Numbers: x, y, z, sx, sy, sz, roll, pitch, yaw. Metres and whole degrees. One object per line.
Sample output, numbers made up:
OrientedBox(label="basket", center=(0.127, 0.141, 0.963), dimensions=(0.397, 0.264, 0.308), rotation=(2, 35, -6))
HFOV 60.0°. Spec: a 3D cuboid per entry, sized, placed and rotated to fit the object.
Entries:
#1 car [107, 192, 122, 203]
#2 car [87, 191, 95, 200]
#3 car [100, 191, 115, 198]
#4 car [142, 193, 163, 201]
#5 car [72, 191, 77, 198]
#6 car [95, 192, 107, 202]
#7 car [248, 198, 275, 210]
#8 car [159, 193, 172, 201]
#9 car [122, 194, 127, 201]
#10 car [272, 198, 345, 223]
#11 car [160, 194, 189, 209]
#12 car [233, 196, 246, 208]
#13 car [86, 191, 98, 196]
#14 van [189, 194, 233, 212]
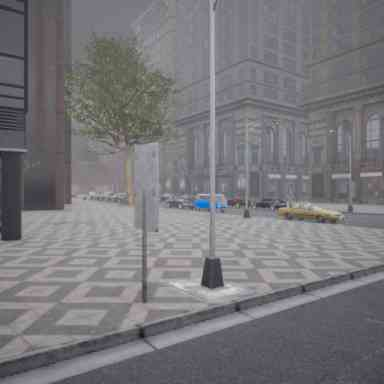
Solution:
OrientedBox(label="car", center=(-11.039, 0.993, 51.586), dimensions=(2.008, 1.369, 4.403), rotation=(1, 0, -35))
OrientedBox(label="car", center=(-17.483, 0.831, 60.788), dimensions=(2.008, 1.369, 4.403), rotation=(1, 0, -35))
OrientedBox(label="car", center=(-20.169, 0.588, 79.485), dimensions=(1.887, 1.381, 4.507), rotation=(1, 0, -35))
OrientedBox(label="car", center=(-7.282, 0.911, 61.082), dimensions=(2.008, 1.369, 4.403), rotation=(1, 0, -35))
OrientedBox(label="car", center=(-27.147, 0.484, 74.592), dimensions=(1.967, 1.590, 4.097), rotation=(1, 0, -35))
OrientedBox(label="car", center=(-14.261, 0.911, 56.187), dimensions=(2.008, 1.369, 4.403), rotation=(1, 0, -35))
OrientedBox(label="car", center=(8.828, 1.315, 38.073), dimensions=(1.947, 1.339, 4.313), rotation=(1, 0, -35))
OrientedBox(label="car", center=(-4.058, 0.881, 56.481), dimensions=(1.967, 1.590, 4.097), rotation=(1, 0, -35))
OrientedBox(label="car", center=(-7.720, 1.052, 46.845), dimensions=(1.752, 1.417, 4.829), rotation=(1, 0, -35))
OrientedBox(label="car", center=(8.393, 1.398, 23.829), dimensions=(1.752, 1.417, 4.829), rotation=(1, 0, -35))
OrientedBox(label="car", center=(-1.372, 1.231, 37.778), dimensions=(2.008, 1.369, 4.403), rotation=(1, 0, -35))
OrientedBox(label="car", center=(5.608, 1.224, 42.674), dimensions=(1.887, 1.381, 4.507), rotation=(1, 0, -35))
OrientedBox(label="car", center=(-26.613, 0.473, 88.687), dimensions=(1.802, 1.307, 4.206), rotation=(1, 0, -35))
OrientedBox(label="van", center=(1.852, 1.091, 33.175), dimensions=(1.690, 1.788, 3.998), rotation=(1, 0, -35))
